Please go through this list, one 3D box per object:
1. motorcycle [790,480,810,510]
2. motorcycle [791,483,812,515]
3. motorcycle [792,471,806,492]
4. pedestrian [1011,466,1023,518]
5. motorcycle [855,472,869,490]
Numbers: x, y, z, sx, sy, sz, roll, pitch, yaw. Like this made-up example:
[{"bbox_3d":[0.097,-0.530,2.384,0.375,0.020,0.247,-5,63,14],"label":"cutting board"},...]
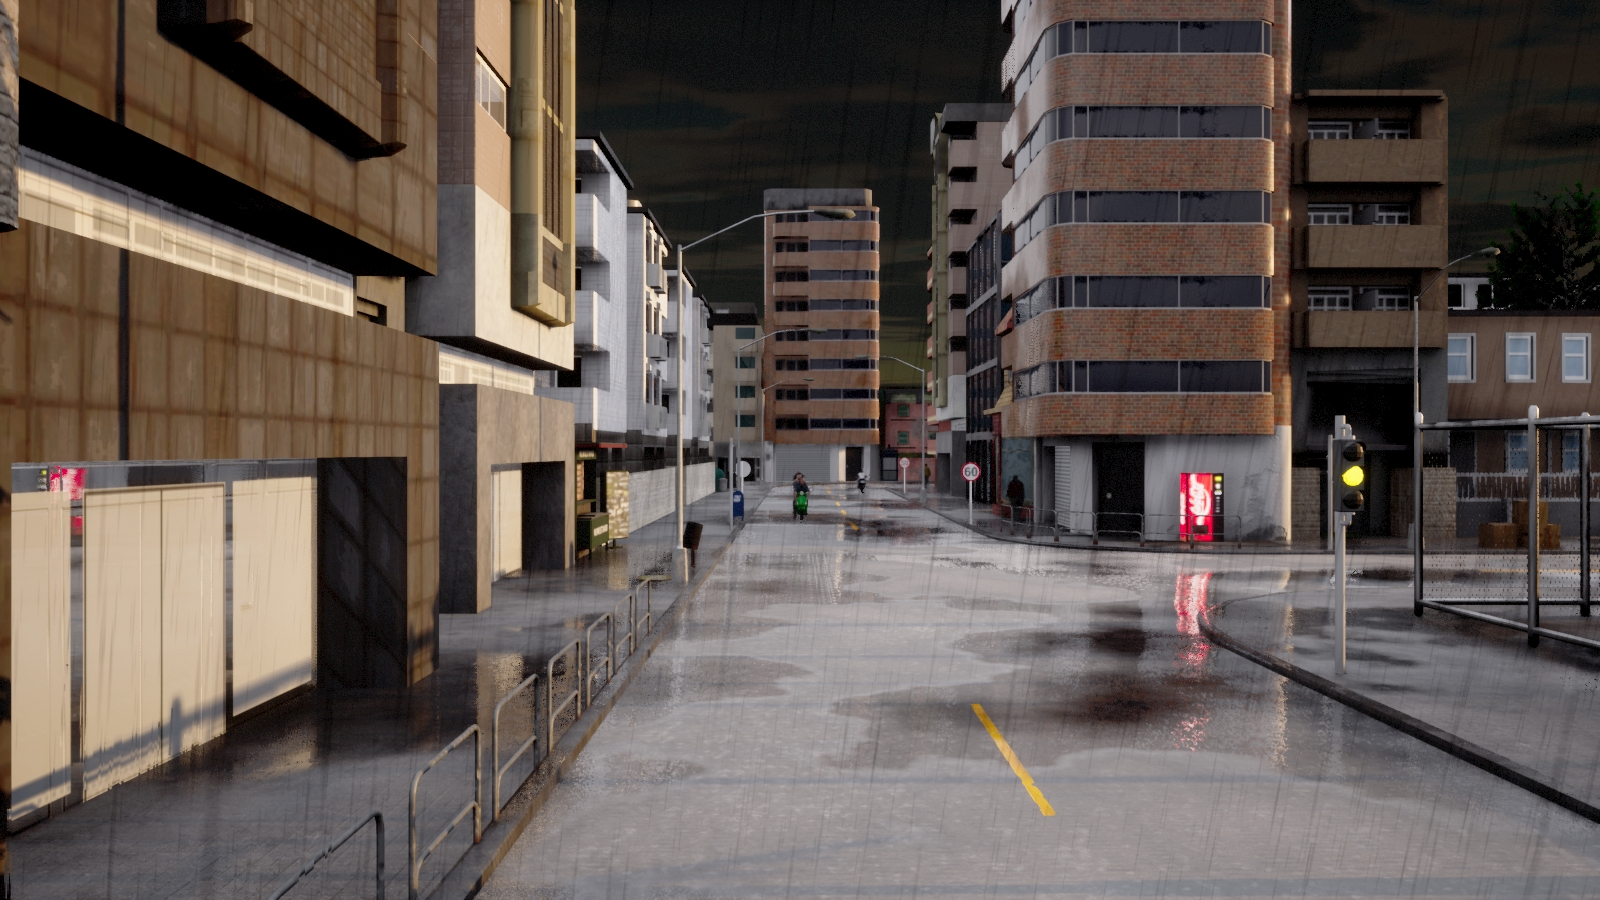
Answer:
[{"bbox_3d":[0.019,1.970,50.389,0.856,1.236,1.805,0,0,0],"label":"motorcycle"},{"bbox_3d":[0.063,1.970,46.521,0.856,1.236,1.805,0,0,0],"label":"motorcycle"},{"bbox_3d":[-0.080,1.997,72.596,0.867,1.251,2.209,0,0,-1],"label":"motorcycle"},{"bbox_3d":[7.918,1.523,41.670,0.375,1.860,0.375,0,0,4],"label":"pedestrian"},{"bbox_3d":[4.043,2.005,74.573,0.803,1.145,2.033,0,0,0],"label":"motorcycle"}]
